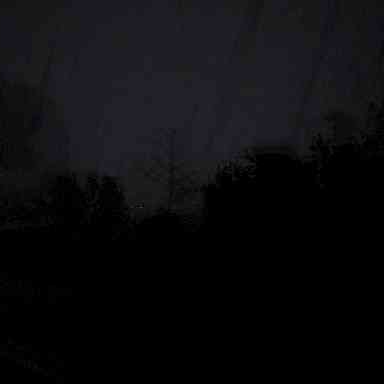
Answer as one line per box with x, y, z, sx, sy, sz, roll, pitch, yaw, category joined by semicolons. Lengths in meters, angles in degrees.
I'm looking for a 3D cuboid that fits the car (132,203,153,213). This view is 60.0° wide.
-8.662;2.761;57.951;2.097;1.767;4.553;1;-2;20;car

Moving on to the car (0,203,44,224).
-13.156;1.539;24.903;2.128;1.511;4.902;1;-1;20;car

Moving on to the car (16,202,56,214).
-18.815;1.966;40.425;1.994;1.385;4.181;1;-2;20;car
